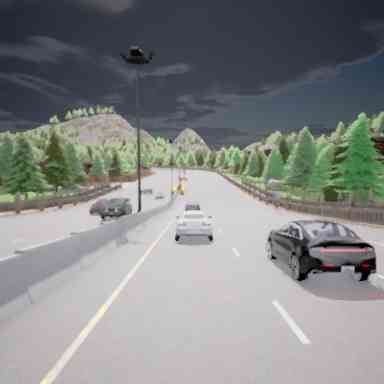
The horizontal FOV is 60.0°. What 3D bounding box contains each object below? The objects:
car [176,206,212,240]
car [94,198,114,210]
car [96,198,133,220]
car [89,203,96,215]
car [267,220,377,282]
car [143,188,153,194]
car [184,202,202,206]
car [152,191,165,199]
[{"bbox_3d":[0.098,1.719,18.035,1.812,1.442,4.674,0,-1,0],"label":"car"},{"bbox_3d":[-14.049,1.886,53.381,1.837,1.490,4.892,0,2,1],"label":"car"},{"bbox_3d":[-7.086,1.567,31.933,2.150,2.045,5.566,0,-1,0],"label":"car"},{"bbox_3d":[-10.578,1.775,39.312,2.097,1.767,4.553,0,-1,0],"label":"car"},{"bbox_3d":[3.599,1.598,10.106,2.128,1.511,4.902,0,-1,0],"label":"car"},{"bbox_3d":[-10.494,-0.330,80.400,1.994,1.385,4.181,0,6,0],"label":"car"},{"bbox_3d":[0.095,1.919,39.745,2.128,1.511,4.902,0,-1,0],"label":"car"},{"bbox_3d":[-7.011,0.729,72.500,1.895,1.301,4.718,0,5,0],"label":"car"}]
